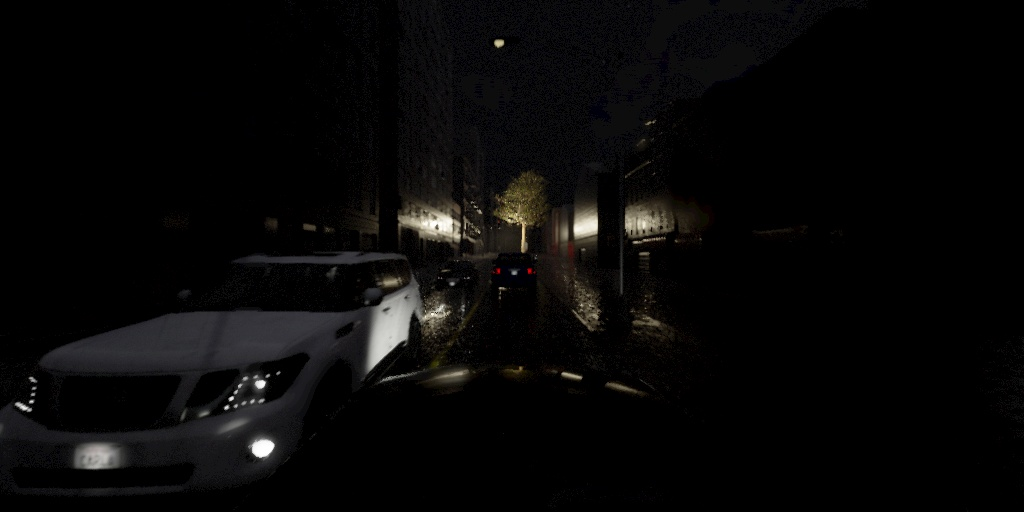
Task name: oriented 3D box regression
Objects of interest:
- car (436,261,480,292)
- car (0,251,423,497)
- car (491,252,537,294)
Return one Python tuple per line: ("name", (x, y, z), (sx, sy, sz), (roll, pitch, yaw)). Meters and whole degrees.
("car", (-2.846, 1.023, 19.537), (2.128, 1.511, 4.902), (0, 1, 0))
("car", (-2.806, 0.949, 5.120), (2.150, 2.045, 5.566), (0, 1, -2))
("car", (0.104, 0.772, 18.706), (2.150, 2.045, 5.566), (0, 2, 0))
